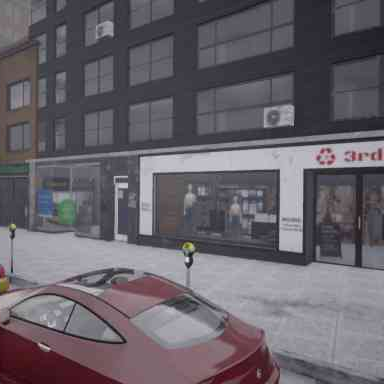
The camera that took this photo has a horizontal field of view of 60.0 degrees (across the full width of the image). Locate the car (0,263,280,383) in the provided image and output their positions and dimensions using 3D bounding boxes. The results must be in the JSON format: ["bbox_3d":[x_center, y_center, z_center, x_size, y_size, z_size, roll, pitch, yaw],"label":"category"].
[{"bbox_3d":[-1.118,1.581,3.866,4.206,1.307,1.802,0,1,35],"label":"car"}]
